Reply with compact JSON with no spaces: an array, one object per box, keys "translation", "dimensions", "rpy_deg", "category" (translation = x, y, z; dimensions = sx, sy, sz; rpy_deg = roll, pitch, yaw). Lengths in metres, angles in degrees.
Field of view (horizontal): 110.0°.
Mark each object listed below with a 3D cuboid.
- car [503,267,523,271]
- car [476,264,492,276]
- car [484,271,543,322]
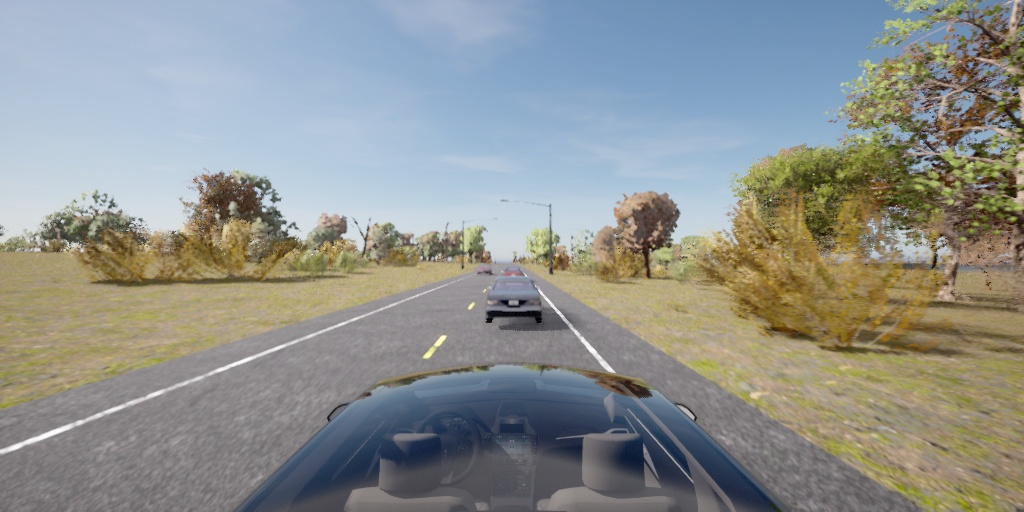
[{"translation":[0.101,1.668,33.439],"dimensions":[1.994,1.385,4.181],"rpy_deg":[0,-1,0],"category":"car"},{"translation":[-3.571,1.790,47.304],"dimensions":[1.812,1.442,4.674],"rpy_deg":[0,-1,0],"category":"car"},{"translation":[0.069,1.421,12.869],"dimensions":[2.033,1.411,5.357],"rpy_deg":[0,-1,0],"category":"car"}]
